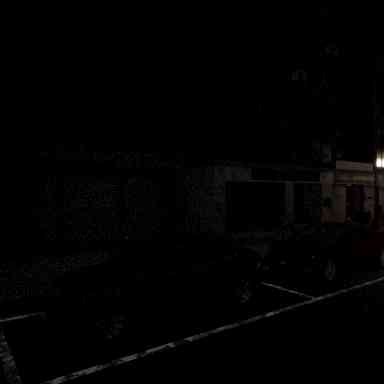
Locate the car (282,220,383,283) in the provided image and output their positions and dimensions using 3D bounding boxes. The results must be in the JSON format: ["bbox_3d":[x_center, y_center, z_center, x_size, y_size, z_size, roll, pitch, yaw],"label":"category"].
[{"bbox_3d":[4.101,1.544,9.686,4.507,1.381,1.887,0,0,-35],"label":"car"}]

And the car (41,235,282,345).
[{"bbox_3d":[-0.515,1.566,6.397,4.313,1.339,1.947,0,0,-35],"label":"car"}]
